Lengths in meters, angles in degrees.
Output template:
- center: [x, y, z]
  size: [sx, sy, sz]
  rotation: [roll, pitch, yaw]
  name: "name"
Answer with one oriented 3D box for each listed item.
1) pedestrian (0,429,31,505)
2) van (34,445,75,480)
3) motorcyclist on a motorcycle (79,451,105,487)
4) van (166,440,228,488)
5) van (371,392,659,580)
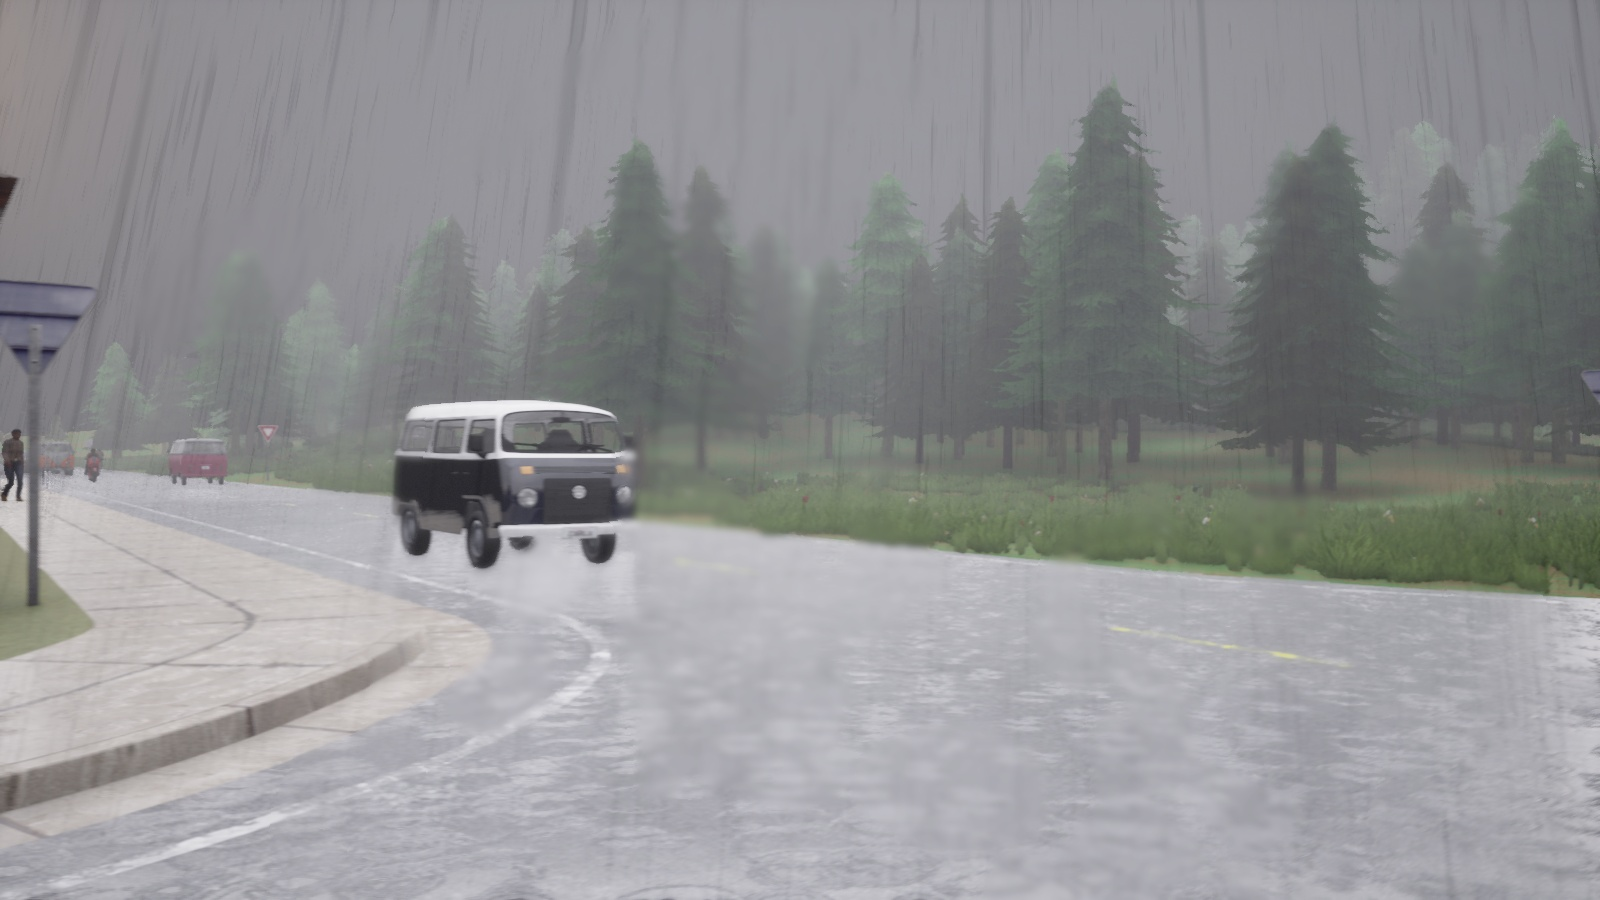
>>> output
- center: [-18.875, 0.404, 30.166]
  size: [0.869, 1.805, 0.328]
  rotation: [0, 0, 33]
  name: "pedestrian"
- center: [-43.568, 0.704, 73.362]
  size: [1.775, 1.987, 4.442]
  rotation: [0, 0, -35]
  name: "van"
- center: [-31.800, 0.830, 56.405]
  size: [0.797, 1.523, 2.044]
  rotation: [0, 1, -35]
  name: "motorcyclist on a motorcycle"
- center: [-26.157, 0.607, 54.409]
  size: [1.775, 1.987, 4.442]
  rotation: [0, -1, -35]
  name: "van"
- center: [-3.782, 0.399, 16.022]
  size: [2.069, 2.038, 4.480]
  rotation: [0, 0, -35]
  name: "van"
